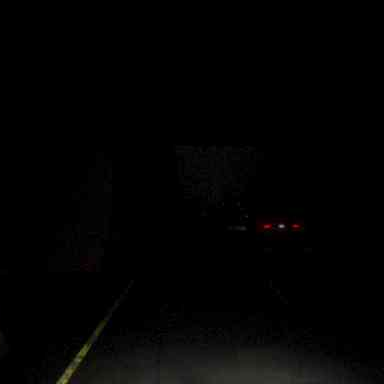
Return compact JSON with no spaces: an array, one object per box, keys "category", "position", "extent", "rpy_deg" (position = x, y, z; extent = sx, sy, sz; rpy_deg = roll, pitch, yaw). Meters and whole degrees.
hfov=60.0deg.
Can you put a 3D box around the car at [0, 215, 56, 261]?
[{"category":"car","position":[-6.893,1.578,12.339],"extent":[1.895,1.301,4.718],"rpy_deg":[0,0,1]}]

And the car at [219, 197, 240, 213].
[{"category":"car","position":[4.114,1.283,36.656],"extent":[2.097,1.767,4.553],"rpy_deg":[0,0,1]}]

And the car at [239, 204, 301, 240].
[{"category":"car","position":[3.863,1.515,16.722],"extent":[2.033,1.411,5.357],"rpy_deg":[0,0,1]}]

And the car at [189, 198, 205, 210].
[{"category":"car","position":[0.674,1.448,41.003],"extent":[1.812,1.442,4.674],"rpy_deg":[0,0,1]}]
